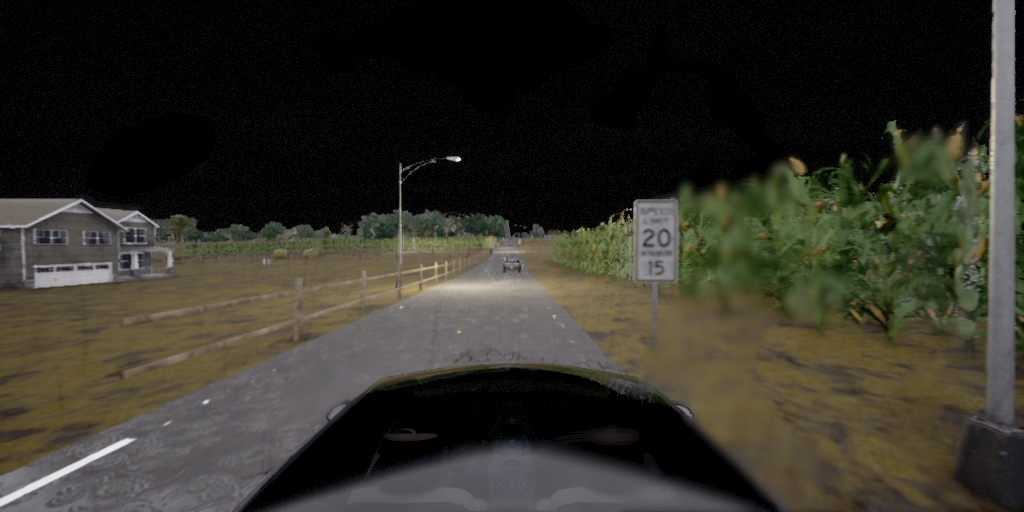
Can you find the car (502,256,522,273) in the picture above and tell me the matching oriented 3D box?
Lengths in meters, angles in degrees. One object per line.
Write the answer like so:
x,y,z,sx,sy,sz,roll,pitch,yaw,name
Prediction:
-0.009,0.879,36.931,2.128,1.511,4.902,0,1,0,car
